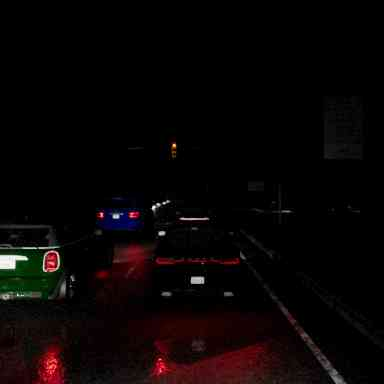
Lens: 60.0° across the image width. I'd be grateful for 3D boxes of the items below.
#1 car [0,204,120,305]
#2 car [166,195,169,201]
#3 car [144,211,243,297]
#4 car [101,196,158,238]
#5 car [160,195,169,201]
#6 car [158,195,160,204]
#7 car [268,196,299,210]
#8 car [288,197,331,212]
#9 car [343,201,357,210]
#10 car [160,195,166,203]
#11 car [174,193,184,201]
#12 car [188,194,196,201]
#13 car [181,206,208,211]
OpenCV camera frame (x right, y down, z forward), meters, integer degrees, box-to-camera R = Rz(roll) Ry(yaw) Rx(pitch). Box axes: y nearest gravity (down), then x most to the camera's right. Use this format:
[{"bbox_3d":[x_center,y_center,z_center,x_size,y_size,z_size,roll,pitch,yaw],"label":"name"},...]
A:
[{"bbox_3d":[-3.392,1.352,8.234,2.097,1.767,4.553,0,0,0],"label":"car"},{"bbox_3d":[-6.923,1.478,75.347,1.882,1.535,5.008,0,0,0],"label":"car"},{"bbox_3d":[0.109,1.478,8.609,1.882,1.535,5.008,0,0,0],"label":"car"},{"bbox_3d":[-3.402,1.221,17.852,2.150,2.045,5.566,0,0,1],"label":"car"},{"bbox_3d":[-6.913,1.459,85.372,1.882,1.535,5.008,0,0,0],"label":"car"},{"bbox_3d":[-7.029,1.505,55.758,1.837,1.490,4.892,0,0,0],"label":"car"},{"bbox_3d":[11.989,1.352,41.936,4.553,1.767,2.097,0,0,3],"label":"car"},{"bbox_3d":[13.746,1.564,38.328,4.181,1.385,1.994,0,0,3],"label":"car"},{"bbox_3d":[20.570,1.562,41.446,4.181,1.385,1.994,0,0,3],"label":"car"},{"bbox_3d":[-6.964,1.547,65.538,2.033,1.411,5.357,0,0,1],"label":"car"},{"bbox_3d":[-3.412,1.218,85.608,2.150,2.045,5.566,0,0,0],"label":"car"},{"bbox_3d":[0.088,1.348,85.927,2.097,1.767,4.553,0,0,0],"label":"car"},{"bbox_3d":[0.119,1.491,18.108,2.128,1.511,4.902,0,0,0],"label":"car"}]
